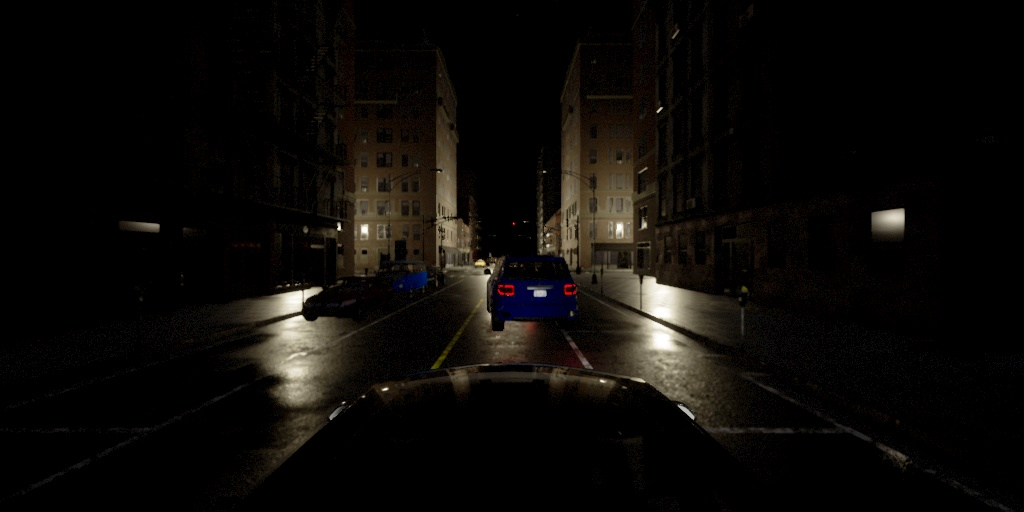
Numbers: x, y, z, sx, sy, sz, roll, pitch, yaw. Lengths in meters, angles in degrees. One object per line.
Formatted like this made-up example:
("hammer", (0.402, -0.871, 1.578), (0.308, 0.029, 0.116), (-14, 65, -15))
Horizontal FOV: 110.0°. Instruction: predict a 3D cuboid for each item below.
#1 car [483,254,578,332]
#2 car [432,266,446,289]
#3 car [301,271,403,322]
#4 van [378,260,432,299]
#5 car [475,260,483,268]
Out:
("car", (0.369, 0.980, 11.085), (2.150, 2.045, 5.566), (0, 0, -6))
("car", (-5.383, 1.319, 23.130), (2.007, 1.370, 4.403), (0, 0, 0))
("car", (-5.390, 1.341, 12.318), (1.802, 1.307, 4.207), (0, 0, 0))
("van", (-5.386, 1.105, 17.724), (1.690, 1.789, 3.998), (0, 0, 0))
("car", (-5.366, 1.328, 60.924), (1.751, 1.417, 4.829), (0, 0, 0))
